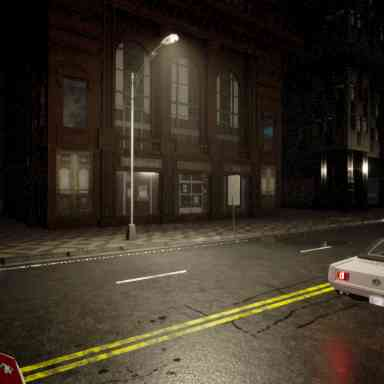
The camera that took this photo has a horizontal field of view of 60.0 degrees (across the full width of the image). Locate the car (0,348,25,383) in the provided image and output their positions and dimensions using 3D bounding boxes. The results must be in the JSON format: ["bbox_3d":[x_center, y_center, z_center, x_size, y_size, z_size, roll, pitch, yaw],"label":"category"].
[{"bbox_3d":[-3.037,1.352,1.274,4.553,1.767,2.097,0,0,-35],"label":"car"}]

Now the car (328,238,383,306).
[{"bbox_3d":[5.031,1.597,7.026,4.718,1.301,1.895,0,0,-35],"label":"car"}]
